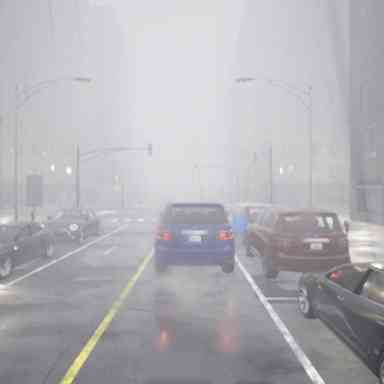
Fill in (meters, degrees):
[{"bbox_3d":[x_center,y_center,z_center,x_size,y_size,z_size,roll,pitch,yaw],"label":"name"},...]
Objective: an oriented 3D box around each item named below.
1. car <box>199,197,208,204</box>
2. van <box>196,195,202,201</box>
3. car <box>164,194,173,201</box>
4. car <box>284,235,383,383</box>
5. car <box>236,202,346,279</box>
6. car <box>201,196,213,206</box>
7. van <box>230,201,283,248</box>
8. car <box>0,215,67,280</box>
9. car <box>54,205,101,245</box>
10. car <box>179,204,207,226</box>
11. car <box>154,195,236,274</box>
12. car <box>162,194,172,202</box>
[{"bbox_3d":[2.377,1.779,70.756,1.802,1.307,4.206,0,0,-1],"label":"car"},{"bbox_3d":[1.896,1.646,93.367,1.690,1.788,3.998,0,0,-1],"label":"van"},{"bbox_3d":[-6.627,1.620,93.202,2.192,1.841,5.009,0,0,-1],"label":"car"},{"bbox_3d":[2.861,1.576,4.511,1.947,1.339,4.313,0,0,0],"label":"car"},{"bbox_3d":[2.866,1.338,10.035,2.192,1.841,5.009,0,0,0],"label":"car"},{"bbox_3d":[2.617,1.600,59.449,1.967,1.590,4.097,0,0,-1],"label":"car"},{"bbox_3d":[2.870,1.376,15.559,1.690,1.788,3.998,0,0,0],"label":"van"},{"bbox_3d":[-5.661,1.589,10.034,1.947,1.339,4.313,0,0,0],"label":"car"},{"bbox_3d":[-5.657,1.476,15.560,1.967,1.590,4.097,0,0,0],"label":"car"},{"bbox_3d":[0.090,1.656,24.666,1.895,1.301,4.718,0,0,0],"label":"car"},{"bbox_3d":[0.082,1.245,10.762,2.150,2.045,5.566,0,0,0],"label":"car"},{"bbox_3d":[-6.507,1.586,87.546,2.192,1.841,5.009,0,0,-1],"label":"car"}]
